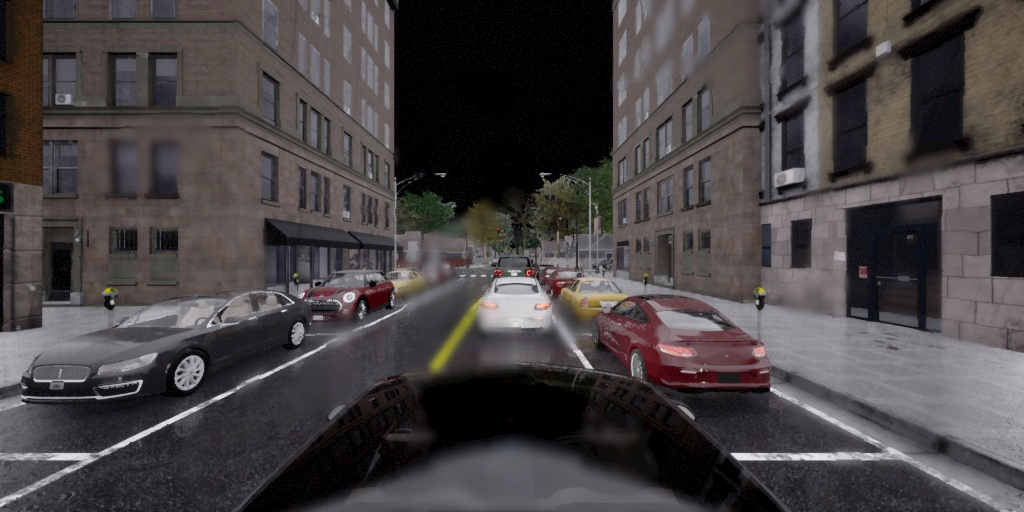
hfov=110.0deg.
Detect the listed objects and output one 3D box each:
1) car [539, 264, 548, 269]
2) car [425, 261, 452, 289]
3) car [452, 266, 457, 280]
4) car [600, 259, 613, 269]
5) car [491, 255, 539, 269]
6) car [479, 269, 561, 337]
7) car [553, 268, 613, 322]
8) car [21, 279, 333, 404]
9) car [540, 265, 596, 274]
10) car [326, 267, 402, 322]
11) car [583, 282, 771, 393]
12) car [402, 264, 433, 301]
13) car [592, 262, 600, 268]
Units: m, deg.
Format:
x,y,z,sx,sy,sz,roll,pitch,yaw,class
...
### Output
x,y,z,sx,sy,sz,roll,pitch,yaw,class
2.648,1.340,22.986,1.802,1.307,4.207,0,0,0,car
-5.377,1.198,22.989,1.967,1.591,4.097,0,0,0,car
-5.374,1.343,28.508,1.802,1.307,4.207,0,0,0,car
14.506,1.243,48.218,4.181,1.385,1.994,0,0,0,car
0.110,0.978,19.915,2.150,2.045,5.566,0,0,0,car
0.103,1.277,10.152,1.812,1.442,4.674,0,0,0,car
2.642,1.278,12.120,1.751,1.417,4.829,0,0,0,car
-5.386,1.301,6.433,2.007,1.370,4.403,0,0,0,car
2.645,1.300,17.468,1.888,1.381,4.507,0,0,0,car
-5.383,1.192,11.951,1.967,1.591,4.097,0,0,0,car
2.639,1.332,6.431,1.802,1.307,4.207,0,0,0,car
-5.380,1.280,17.300,1.751,1.417,4.829,0,0,0,car
14.004,1.187,51.459,4.892,1.490,1.837,0,0,1,car
